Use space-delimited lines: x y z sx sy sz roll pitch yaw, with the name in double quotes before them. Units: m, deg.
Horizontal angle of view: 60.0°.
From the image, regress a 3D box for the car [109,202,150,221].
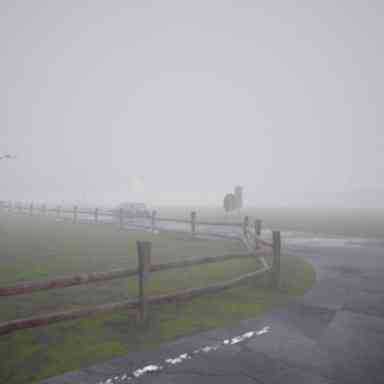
"car" -6.061 1.756 31.789 2.097 1.767 4.553 1 -1 -44
